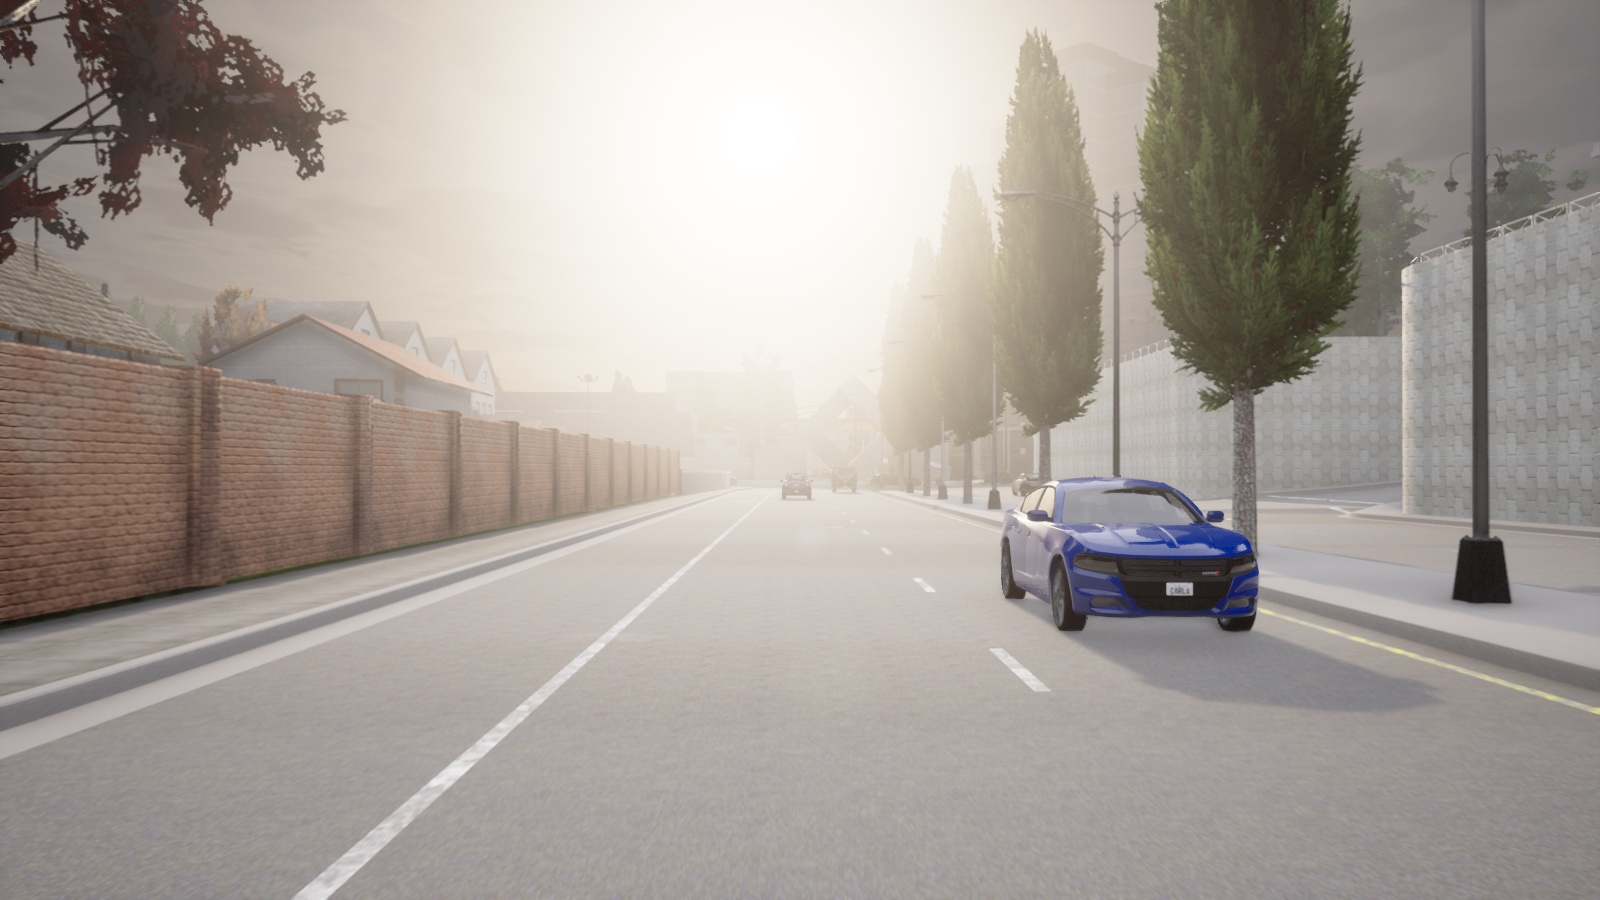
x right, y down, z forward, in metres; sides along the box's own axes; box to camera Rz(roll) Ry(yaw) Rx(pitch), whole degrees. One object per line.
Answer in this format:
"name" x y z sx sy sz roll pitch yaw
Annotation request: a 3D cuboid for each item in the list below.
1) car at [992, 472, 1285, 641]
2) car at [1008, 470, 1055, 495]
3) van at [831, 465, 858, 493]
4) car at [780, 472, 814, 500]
"car" 3.466 1.012 13.954 1.882 1.535 5.008 0 -1 0
"car" 14.803 2.061 80.582 2.128 1.511 4.902 0 -1 0
"van" 3.272 2.105 92.652 1.775 1.987 4.442 0 -1 0
"car" -0.170 2.009 70.445 1.845 1.501 3.633 0 -1 0
